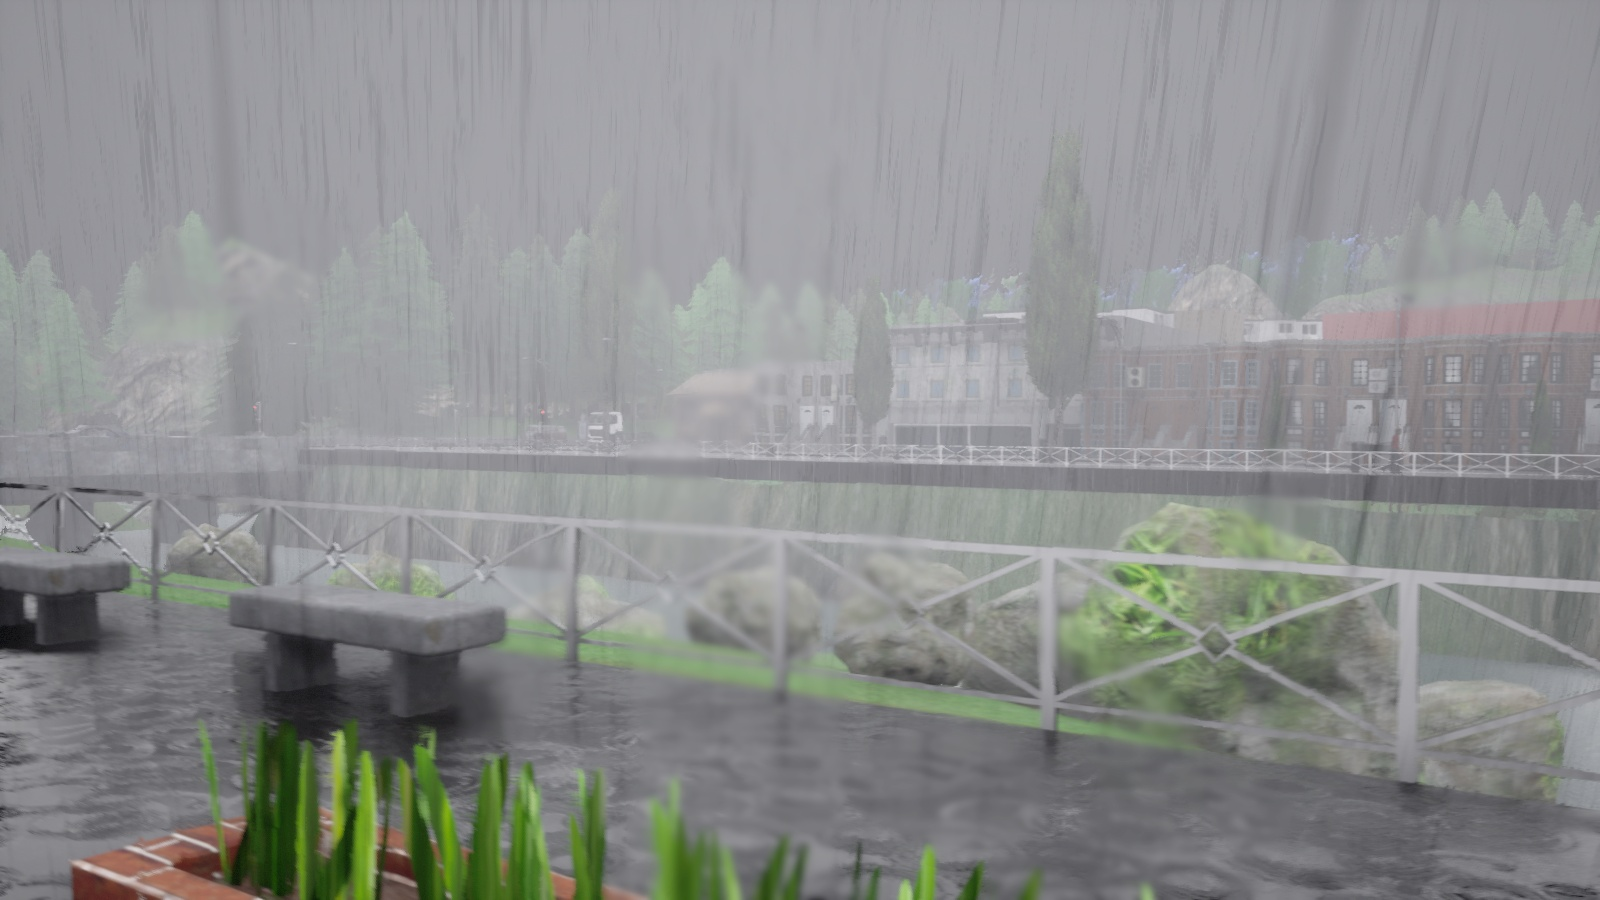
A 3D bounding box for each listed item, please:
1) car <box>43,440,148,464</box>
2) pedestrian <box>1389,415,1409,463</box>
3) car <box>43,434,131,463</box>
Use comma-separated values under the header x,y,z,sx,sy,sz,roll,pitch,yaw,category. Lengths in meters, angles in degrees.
x,y,z,sx,sy,sz,roll,pitch,yaw,category
-43.876,0.108,78.325,2.033,1.411,5.357,0,1,34,car
23.064,-0.428,48.354,0.636,1.846,0.331,0,1,32,pedestrian
-46.386,-0.106,81.775,2.097,1.767,4.553,0,1,34,car
